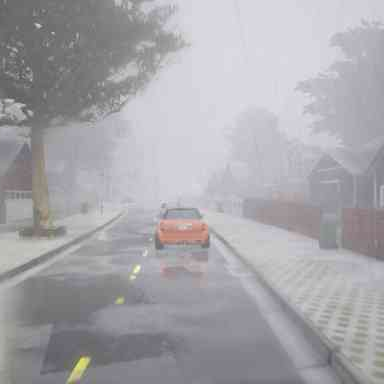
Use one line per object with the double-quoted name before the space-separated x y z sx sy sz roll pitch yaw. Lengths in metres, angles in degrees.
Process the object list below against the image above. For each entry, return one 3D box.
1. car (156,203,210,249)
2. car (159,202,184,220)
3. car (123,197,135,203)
"car" -0.478 1.371 14.720 2.097 1.767 4.553 0 0 -4
"car" -1.920 1.631 29.796 1.895 1.301 4.718 0 0 -7
"car" -12.991 1.647 68.240 1.994 1.385 4.181 0 0 -17
